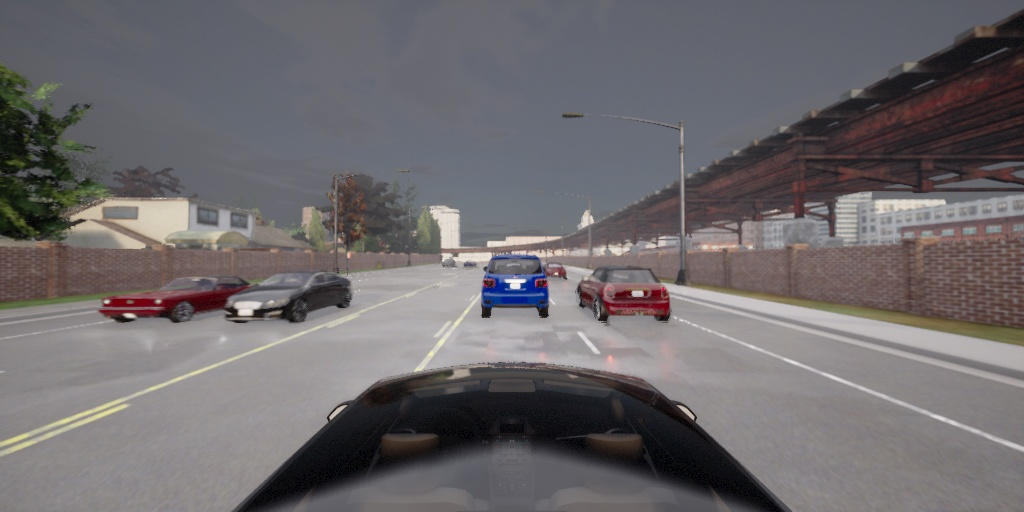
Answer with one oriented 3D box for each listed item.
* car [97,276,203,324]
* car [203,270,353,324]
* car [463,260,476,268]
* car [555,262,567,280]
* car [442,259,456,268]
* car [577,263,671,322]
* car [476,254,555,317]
[{"bbox_3d":[-10.602,1.348,12.159,1.895,1.301,4.718,0,0,0],"label":"car"},{"bbox_3d":[-7.101,1.238,12.014,2.128,1.511,4.902,0,0,0],"label":"car"},{"bbox_3d":[-7.043,1.337,60.295,1.895,1.301,4.718,0,0,1],"label":"car"},{"bbox_3d":[3.597,1.269,31.289,1.812,1.442,4.674,0,0,0],"label":"car"},{"bbox_3d":[-10.552,1.242,60.349,1.837,1.490,4.892,0,0,1],"label":"car"},{"bbox_3d":[3.598,1.098,12.386,2.097,1.767,4.553,0,0,0],"label":"car"},{"bbox_3d":[0.098,0.969,13.226,2.150,2.045,5.566,0,0,0],"label":"car"}]
